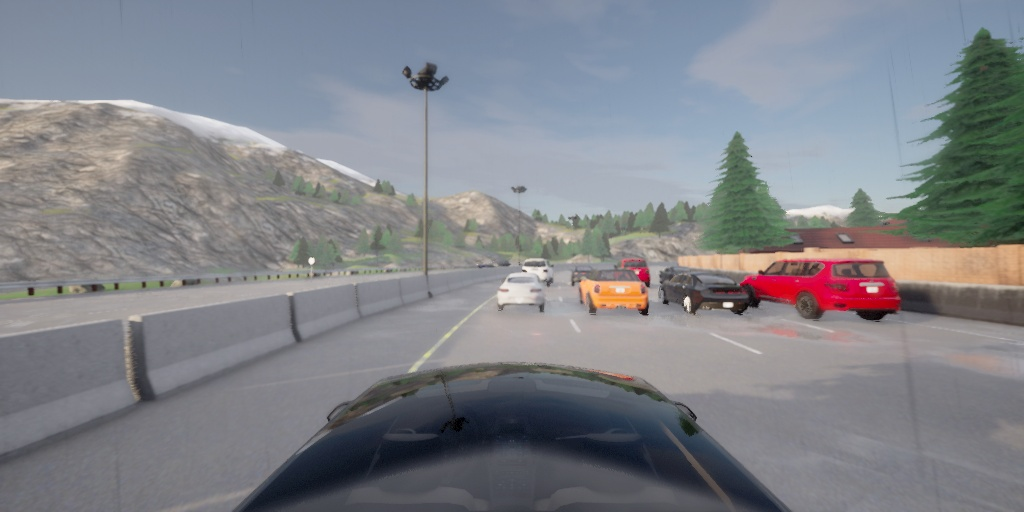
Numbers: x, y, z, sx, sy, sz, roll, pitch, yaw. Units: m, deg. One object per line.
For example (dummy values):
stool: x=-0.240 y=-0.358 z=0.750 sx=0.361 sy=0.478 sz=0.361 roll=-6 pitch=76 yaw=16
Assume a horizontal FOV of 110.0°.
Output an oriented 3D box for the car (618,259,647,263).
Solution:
car: x=8.987 y=1.244 z=27.226 sx=2.150 sy=2.045 sz=5.566 roll=0 pitch=0 yaw=10

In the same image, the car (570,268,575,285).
car: x=5.710 y=1.527 z=28.667 sx=2.128 sy=1.511 sz=4.902 roll=0 pitch=0 yaw=11

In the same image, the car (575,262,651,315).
car: x=3.940 y=1.236 z=14.532 sx=2.097 sy=1.767 sz=4.553 roll=0 pitch=-1 yaw=5

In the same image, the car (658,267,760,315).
car: x=7.437 y=1.391 z=14.387 sx=1.837 sy=1.490 sz=4.892 roll=0 pitch=0 yaw=5

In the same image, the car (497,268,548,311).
car: x=0.490 y=1.417 z=15.225 sx=1.812 sy=1.442 sz=4.674 roll=0 pitch=0 yaw=6

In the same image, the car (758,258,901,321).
car: x=10.832 y=1.097 z=13.235 sx=2.150 sy=2.045 sz=5.566 roll=0 pitch=0 yaw=5

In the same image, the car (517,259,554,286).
car: x=2.074 y=1.255 z=28.331 sx=2.150 sy=2.045 sz=5.566 roll=0 pitch=0 yaw=10
